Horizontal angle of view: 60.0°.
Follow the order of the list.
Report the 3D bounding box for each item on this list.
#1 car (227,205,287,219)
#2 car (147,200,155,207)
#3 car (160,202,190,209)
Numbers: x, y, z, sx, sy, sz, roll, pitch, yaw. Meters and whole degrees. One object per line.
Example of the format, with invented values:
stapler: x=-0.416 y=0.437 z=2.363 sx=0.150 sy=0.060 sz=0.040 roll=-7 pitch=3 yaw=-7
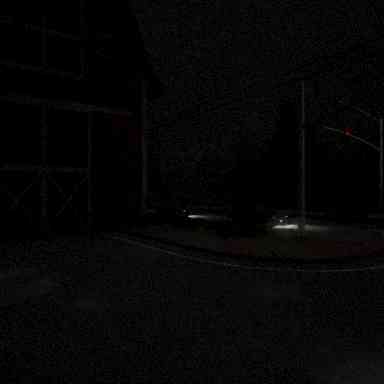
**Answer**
car: x=4.948 y=1.724 z=26.249 sx=2.033 sy=1.411 sz=5.357 roll=0 pitch=0 yaw=-34
car: x=-7.323 y=1.893 z=50.704 sx=1.994 sy=1.385 sz=4.181 roll=0 pitch=0 yaw=-34
car: x=-1.906 y=1.805 z=36.244 sx=1.994 sy=1.385 sz=4.181 roll=0 pitch=0 yaw=-35
